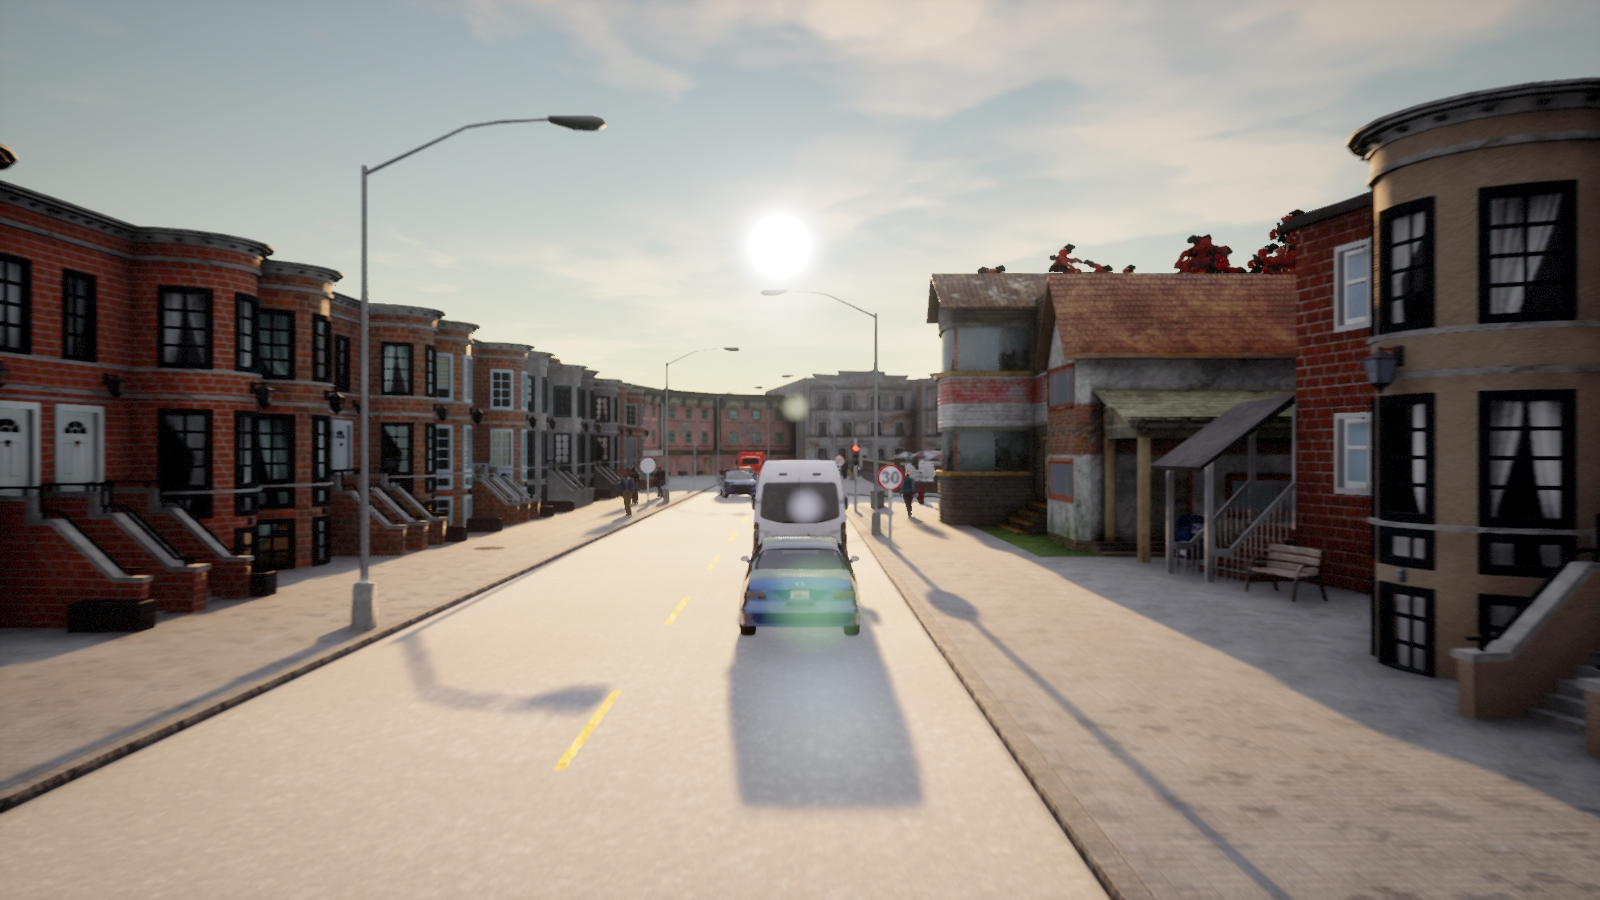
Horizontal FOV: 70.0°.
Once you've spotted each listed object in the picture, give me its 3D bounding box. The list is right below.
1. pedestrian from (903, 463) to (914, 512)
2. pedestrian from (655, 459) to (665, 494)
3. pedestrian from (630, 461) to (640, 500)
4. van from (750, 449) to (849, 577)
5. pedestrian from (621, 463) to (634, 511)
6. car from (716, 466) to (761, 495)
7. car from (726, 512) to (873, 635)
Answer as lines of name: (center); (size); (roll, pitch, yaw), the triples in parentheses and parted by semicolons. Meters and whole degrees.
pedestrian: (4.185, 1.448, 44.114); (0.375, 1.860, 0.375); (0, 0, 1)
pedestrian: (-7.506, 1.421, 61.236); (0.375, 1.860, 0.375); (0, 0, 15)
pedestrian: (-7.803, 1.431, 54.018); (0.375, 1.860, 0.375); (0, 0, 2)
van: (-0.008, 1.268, 25.928); (1.988, 2.561, 5.915); (0, 0, 0)
pedestrian: (-6.712, 1.448, 44.524); (0.375, 1.860, 0.375); (0, 0, 12)
car: (-3.544, 1.702, 65.254); (2.097, 1.535, 5.006); (0, 0, -8)
car: (-0.004, 1.852, 18.477); (2.033, 1.411, 5.357); (0, 0, 0)
